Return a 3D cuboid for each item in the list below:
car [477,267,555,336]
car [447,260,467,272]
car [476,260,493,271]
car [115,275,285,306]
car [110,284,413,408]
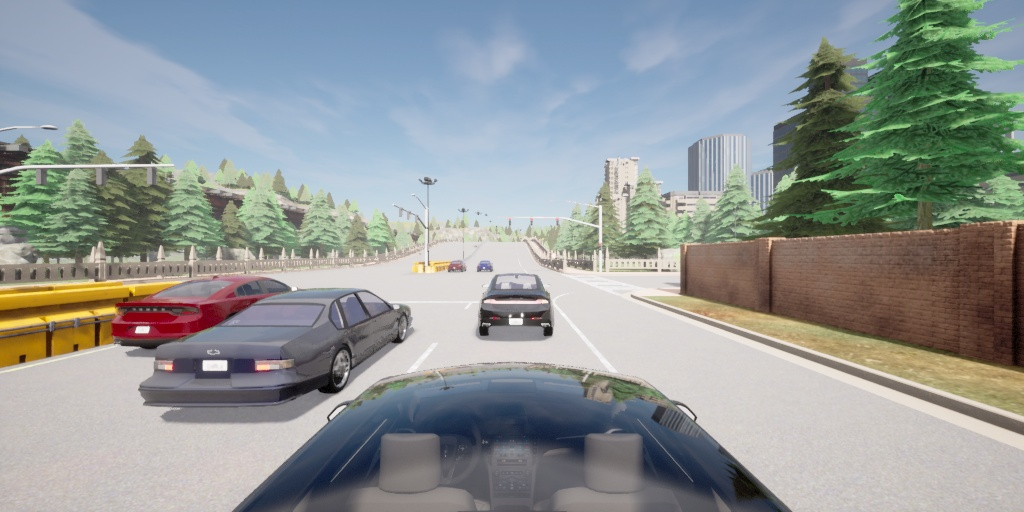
[{"bbox_3d":[0.130,1.242,10.353,2.128,1.511,4.902,0,0,1],"label":"car"},{"bbox_3d":[-6.887,1.276,45.277,1.812,1.442,4.674,0,0,0],"label":"car"},{"bbox_3d":[-3.391,1.276,45.694,1.812,1.442,4.674,0,0,0],"label":"car"},{"bbox_3d":[-6.898,1.228,9.171,1.882,1.535,5.008,0,0,0],"label":"car"},{"bbox_3d":[-3.398,1.297,6.607,2.033,1.411,5.357,0,0,0],"label":"car"}]
